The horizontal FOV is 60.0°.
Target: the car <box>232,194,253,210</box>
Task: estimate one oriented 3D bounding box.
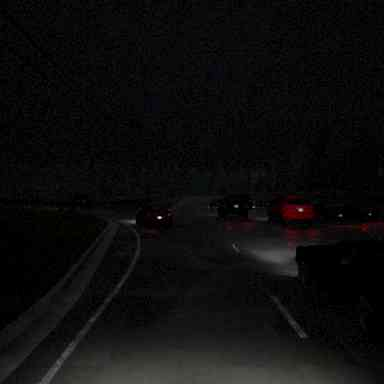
[{"bbox_3d":[7.106,1.320,47.167,2.150,2.045,5.566,0,0,0],"label":"car"}]

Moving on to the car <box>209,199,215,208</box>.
[{"bbox_3d":[3.606,1.666,48.806,1.994,1.385,4.181,0,0,0],"label":"car"}]

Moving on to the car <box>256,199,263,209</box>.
[{"bbox_3d":[10.605,1.665,48.601,1.994,1.385,4.181,0,0,0],"label":"car"}]

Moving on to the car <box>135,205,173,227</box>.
[{"bbox_3d":[-2.707,1.610,23.094,1.994,1.385,4.181,0,0,-18],"label":"car"}]

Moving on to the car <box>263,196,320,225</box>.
[{"bbox_3d":[7.103,1.272,24.397,2.150,2.045,5.566,0,0,0],"label":"car"}]

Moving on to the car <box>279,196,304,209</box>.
[{"bbox_3d":[14.106,1.451,47.447,2.097,1.767,4.553,0,0,0],"label":"car"}]

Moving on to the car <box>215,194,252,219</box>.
[{"bbox_3d":[3.596,1.282,29.754,2.150,2.045,5.566,0,0,0],"label":"car"}]

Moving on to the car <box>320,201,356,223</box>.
[{"bbox_3d":[10.603,1.531,26.224,1.882,1.535,5.008,0,0,0],"label":"car"}]

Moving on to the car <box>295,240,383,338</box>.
[{"bbox_3d":[3.601,1.614,6.575,1.895,1.301,4.718,0,0,0],"label":"car"}]

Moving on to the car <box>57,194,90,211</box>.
[{"bbox_3d":[-15.315,1.312,42.917,5.566,2.045,2.150,0,-1,43],"label":"car"}]

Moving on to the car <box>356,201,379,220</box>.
[{"bbox_3d":[14.104,1.551,28.719,2.128,1.511,4.902,0,0,0],"label":"car"}]
